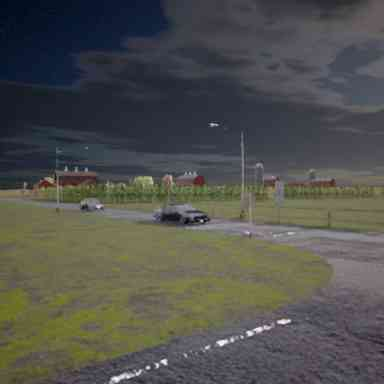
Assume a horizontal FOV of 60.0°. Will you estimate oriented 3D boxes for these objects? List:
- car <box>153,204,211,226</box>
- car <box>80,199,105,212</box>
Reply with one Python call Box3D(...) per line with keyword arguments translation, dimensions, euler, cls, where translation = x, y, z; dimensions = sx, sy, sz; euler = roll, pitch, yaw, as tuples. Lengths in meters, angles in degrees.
Box3D(translation=(-0.922, 1.588, 24.602), dimensions=(2.033, 1.411, 5.357), euler=(-1, 0, -37), cls="car")
Box3D(translation=(-12.073, 1.561, 40.073), dimensions=(2.128, 1.511, 4.902), euler=(-1, 0, -35), cls="car")
